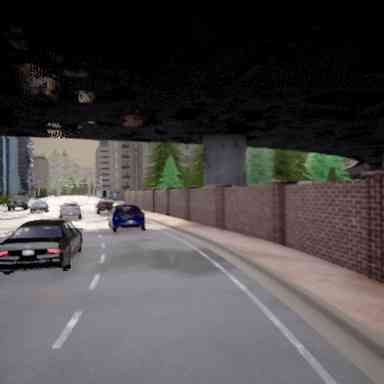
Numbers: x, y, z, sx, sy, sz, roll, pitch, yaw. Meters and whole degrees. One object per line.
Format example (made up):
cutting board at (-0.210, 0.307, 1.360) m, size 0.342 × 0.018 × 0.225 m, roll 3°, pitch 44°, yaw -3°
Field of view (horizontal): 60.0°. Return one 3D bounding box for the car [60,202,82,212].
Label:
car at (-11.316, 1.659, 31.086) m, size 1.812 × 1.442 × 4.674 m, roll -1°, pitch 0°, yaw -19°

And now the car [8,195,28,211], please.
car at (-24.283, 1.497, 46.869) m, size 2.150 × 2.045 × 5.566 m, roll -1°, pitch 0°, yaw -19°

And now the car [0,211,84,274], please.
car at (-4.737, 1.604, 10.931) m, size 2.033 × 1.411 × 5.357 m, roll -1°, pitch 0°, yaw -13°

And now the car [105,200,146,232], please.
car at (-4.183, 1.526, 20.969) m, size 1.882 × 1.535 × 5.008 m, roll -1°, pitch 0°, yaw -18°

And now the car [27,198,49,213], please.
car at (-18.292, 1.743, 40.074) m, size 1.812 × 1.442 × 4.674 m, roll -1°, pitch 0°, yaw -19°

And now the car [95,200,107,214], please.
car at (-9.732, 1.618, 37.247) m, size 1.837 × 1.490 × 4.892 m, roll -1°, pitch 0°, yaw -19°
